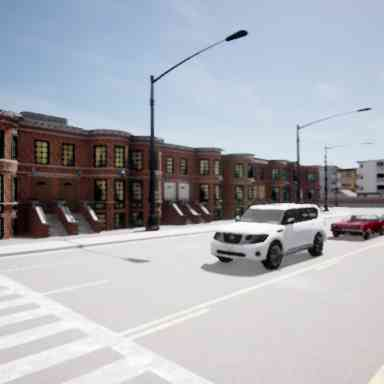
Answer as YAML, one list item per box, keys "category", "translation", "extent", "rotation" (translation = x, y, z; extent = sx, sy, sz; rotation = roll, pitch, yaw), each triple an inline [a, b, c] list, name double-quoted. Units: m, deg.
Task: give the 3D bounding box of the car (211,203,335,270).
- category: "car"
  translation: [3.105, 1.473, 12.496]
  extent: [2.150, 2.045, 5.566]
  rotation: [-2, -2, 44]

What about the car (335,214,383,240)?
- category: "car"
  translation: [9.879, 1.958, 19.525]
  extent: [1.895, 1.301, 4.718]
  rotation: [-2, -2, 44]
